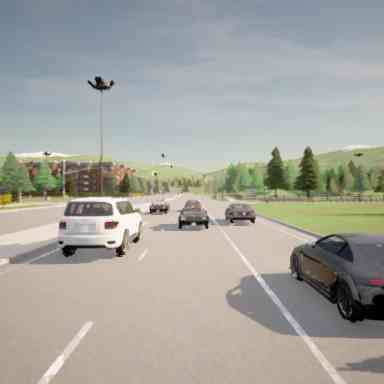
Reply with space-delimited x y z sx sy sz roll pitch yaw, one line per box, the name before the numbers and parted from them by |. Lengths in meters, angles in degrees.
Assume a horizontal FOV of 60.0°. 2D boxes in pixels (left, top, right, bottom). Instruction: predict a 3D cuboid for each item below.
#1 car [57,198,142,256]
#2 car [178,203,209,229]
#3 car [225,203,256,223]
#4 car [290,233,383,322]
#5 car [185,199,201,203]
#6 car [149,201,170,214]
car | -3.400 1.225 13.257 2.150 2.045 5.566 0 0 0
car | 0.098 1.607 21.893 1.895 1.301 4.718 0 0 0
car | 3.600 1.554 25.414 2.033 1.411 5.357 0 0 0
car | 3.601 1.566 7.227 1.994 1.385 4.181 0 0 0
car | 0.101 1.574 39.662 1.994 1.385 4.181 0 0 0
car | -3.400 1.610 35.640 1.895 1.301 4.718 0 0 0
